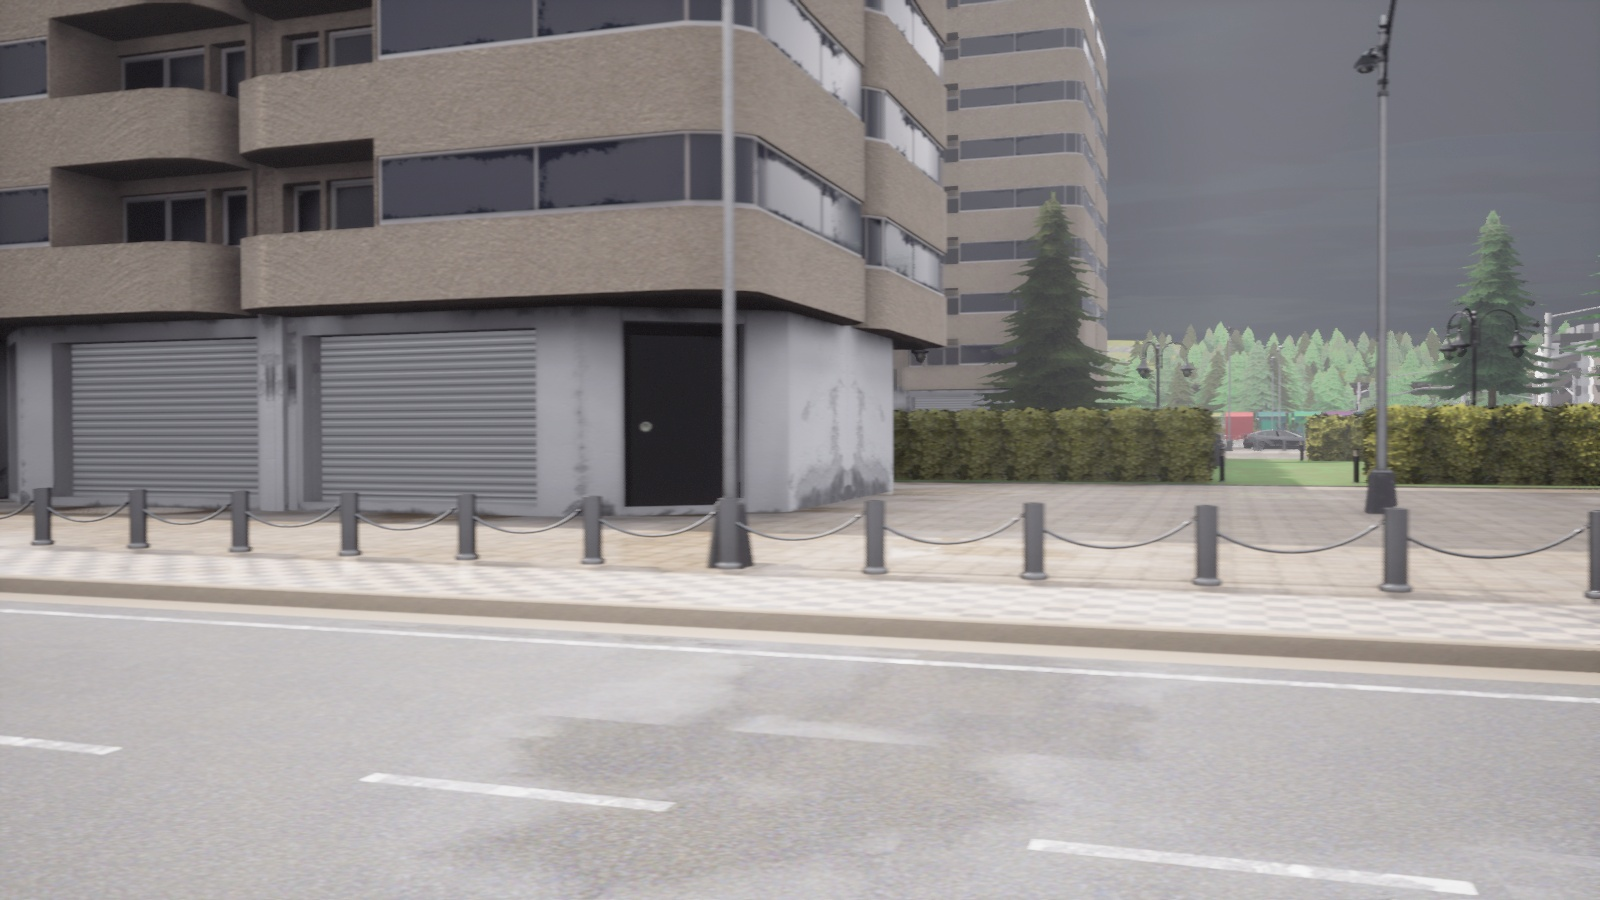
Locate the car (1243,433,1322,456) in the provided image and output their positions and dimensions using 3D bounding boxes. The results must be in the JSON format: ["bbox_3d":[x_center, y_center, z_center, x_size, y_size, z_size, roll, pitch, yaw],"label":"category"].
[{"bbox_3d":[31.738,-0.380,82.756,4.792,1.488,2.163,1,1,18],"label":"car"}]
